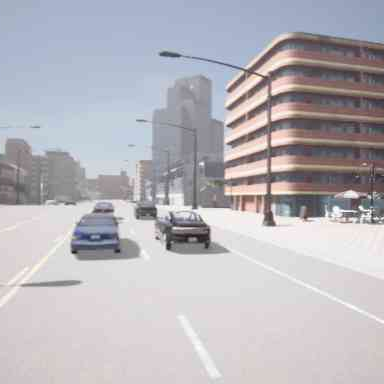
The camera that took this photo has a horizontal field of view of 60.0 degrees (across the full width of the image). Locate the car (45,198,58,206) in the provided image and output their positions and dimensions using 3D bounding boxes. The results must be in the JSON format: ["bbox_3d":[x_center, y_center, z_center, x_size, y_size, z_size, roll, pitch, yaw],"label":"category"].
[{"bbox_3d":[-27.269,1.955,64.638,1.812,1.442,4.674,1,-2,-14],"label":"car"}]

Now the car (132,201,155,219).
[{"bbox_3d":[-4.141,1.567,29.428,1.837,1.490,4.892,1,0,-14],"label":"car"}]

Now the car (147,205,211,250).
[{"bbox_3d":[-0.543,1.576,14.858,2.128,1.511,4.902,1,0,-14],"label":"car"}]

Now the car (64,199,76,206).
[{"bbox_3d":[-23.871,2.024,65.476,2.033,1.411,5.357,1,-2,-14],"label":"car"}]

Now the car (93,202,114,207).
[{"bbox_3d":[-7.471,1.554,28.298,2.033,1.411,5.357,1,0,-14],"label":"car"}]

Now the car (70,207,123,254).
[{"bbox_3d":[-3.875,1.577,13.734,2.033,1.411,5.357,1,0,-14],"label":"car"}]
